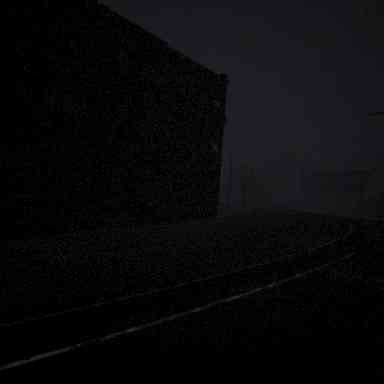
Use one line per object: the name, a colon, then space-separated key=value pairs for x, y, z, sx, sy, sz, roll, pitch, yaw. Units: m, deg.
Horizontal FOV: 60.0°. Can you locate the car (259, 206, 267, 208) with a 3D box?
car: x=12.846 y=3.362 z=59.850 sx=2.002 sy=1.452 sz=4.674 roll=1 pitch=-6 yaw=19

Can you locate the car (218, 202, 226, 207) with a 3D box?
car: x=2.498 y=1.717 z=46.544 sx=4.902 sy=1.511 sz=2.128 roll=-1 pitch=-6 yaw=38

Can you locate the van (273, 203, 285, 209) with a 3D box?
van: x=15.166 y=3.052 z=57.913 sx=1.878 sy=1.987 sz=4.442 roll=2 pitch=-5 yaw=19
